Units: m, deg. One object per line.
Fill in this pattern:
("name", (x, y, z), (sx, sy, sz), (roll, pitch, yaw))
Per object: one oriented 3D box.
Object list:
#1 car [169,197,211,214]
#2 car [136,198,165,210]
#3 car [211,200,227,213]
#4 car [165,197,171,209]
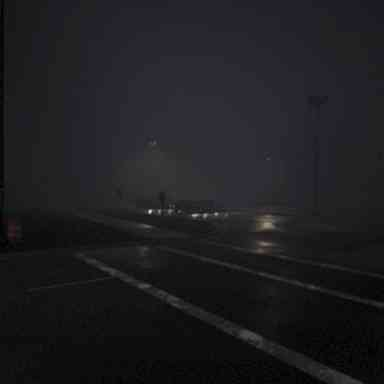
("car", (-0.366, 1.675, 38.576), (1.837, 1.490, 4.892), (1, 0, -35))
("car", (-6.232, 1.677, 47.056), (1.837, 1.490, 4.892), (1, 0, -34))
("car", (2.208, 1.702, 41.015), (1.837, 1.490, 4.892), (1, 0, -35))
("car", (-3.551, 1.551, 49.337), (2.097, 1.767, 4.553), (1, 0, -34))
